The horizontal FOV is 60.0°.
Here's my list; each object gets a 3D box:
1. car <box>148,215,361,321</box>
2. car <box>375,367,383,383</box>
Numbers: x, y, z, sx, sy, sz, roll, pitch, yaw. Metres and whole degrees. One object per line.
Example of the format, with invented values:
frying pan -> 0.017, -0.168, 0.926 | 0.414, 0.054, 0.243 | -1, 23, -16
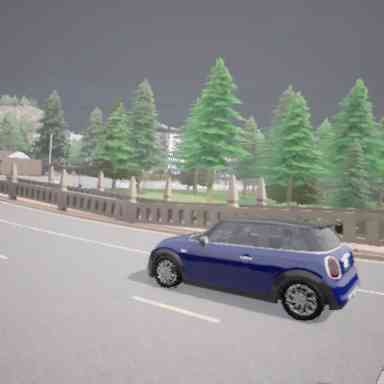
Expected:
car -> 1.166, 1.314, 7.461 | 4.553, 1.767, 2.097 | 1, 1, 36
car -> 3.489, 1.601, 1.504 | 4.718, 1.301, 1.895 | 0, 0, 36
